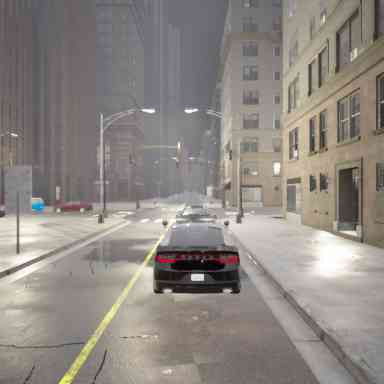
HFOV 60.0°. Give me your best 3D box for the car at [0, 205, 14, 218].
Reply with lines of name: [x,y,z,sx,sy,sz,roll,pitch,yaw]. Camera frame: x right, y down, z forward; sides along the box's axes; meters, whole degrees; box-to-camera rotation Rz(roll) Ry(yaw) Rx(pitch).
car: [-19.600,1.523,30.620,5.009,1.841,2.192,-1,0,0]

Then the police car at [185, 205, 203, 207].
police car: [0.127,1.509,18.543,2.038,1.542,4.974,0,0,0]

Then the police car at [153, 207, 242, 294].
police car: [0.110,1.427,8.938,1.930,1.638,5.238,0,0,0]

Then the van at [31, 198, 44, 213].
van: [-19.570,1.590,39.145,3.998,1.788,1.690,-1,0,0]

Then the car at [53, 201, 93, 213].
car: [-13.943,1.726,39.120,4.507,1.381,1.887,-1,0,0]
